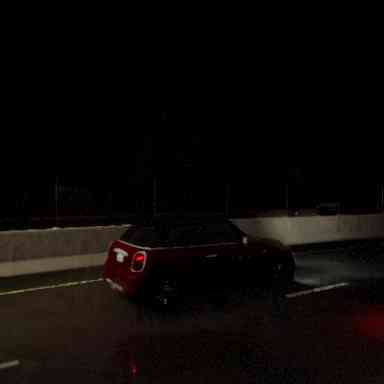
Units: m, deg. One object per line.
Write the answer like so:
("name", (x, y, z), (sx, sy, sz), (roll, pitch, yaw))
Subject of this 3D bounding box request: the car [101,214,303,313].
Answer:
("car", (0.317, 1.371, 7.899), (4.553, 1.767, 2.097), (0, 0, -33))

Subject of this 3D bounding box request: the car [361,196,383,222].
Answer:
("car", (17.085, 1.348, 27.616), (5.566, 2.045, 2.150), (0, 0, -18))

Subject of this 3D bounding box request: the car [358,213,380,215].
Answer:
("car", (13.666, 1.704, 22.671), (4.718, 1.301, 1.895), (0, 0, -21))
